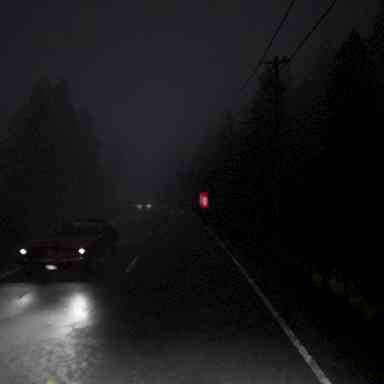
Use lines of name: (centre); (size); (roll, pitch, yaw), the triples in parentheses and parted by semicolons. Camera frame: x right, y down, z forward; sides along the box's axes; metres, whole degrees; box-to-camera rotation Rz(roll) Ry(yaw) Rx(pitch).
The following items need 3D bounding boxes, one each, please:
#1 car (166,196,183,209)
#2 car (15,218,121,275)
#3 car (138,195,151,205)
car: (-2.182, 1.295, 41.604); (2.128, 1.511, 4.902); (0, 0, -7)
car: (-3.557, 1.553, 10.439); (1.895, 1.301, 4.718); (0, 0, -2)
car: (-7.779, 1.273, 53.819); (1.812, 1.442, 4.674); (0, 0, -14)
